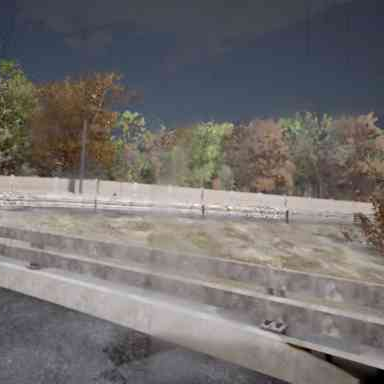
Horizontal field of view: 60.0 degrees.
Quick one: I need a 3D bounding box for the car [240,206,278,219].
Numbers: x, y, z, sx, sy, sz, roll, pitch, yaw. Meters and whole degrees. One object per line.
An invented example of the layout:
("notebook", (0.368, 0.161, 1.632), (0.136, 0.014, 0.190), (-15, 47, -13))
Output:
("car", (8.106, 2.426, 40.323), (4.902, 1.511, 2.128), (5, 0, -23))
